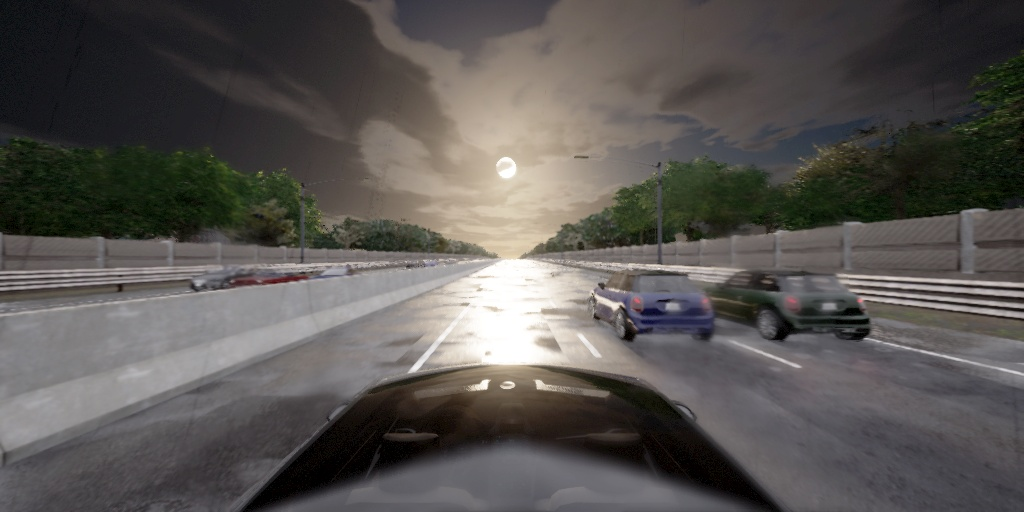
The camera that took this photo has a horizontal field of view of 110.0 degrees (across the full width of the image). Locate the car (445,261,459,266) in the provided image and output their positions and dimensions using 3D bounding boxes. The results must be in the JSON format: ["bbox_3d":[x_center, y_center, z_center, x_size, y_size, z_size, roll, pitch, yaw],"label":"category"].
[{"bbox_3d":[-10.494,1.556,62.977,1.837,1.490,4.892,0,0,1],"label":"car"}]

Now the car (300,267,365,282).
[{"bbox_3d":[-10.585,1.406,22.003,1.812,1.442,4.674,0,0,0],"label":"car"}]

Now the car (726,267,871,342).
[{"bbox_3d":[7.103,1.157,10.145,2.097,1.767,4.553,0,0,0],"label":"car"}]

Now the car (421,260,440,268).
[{"bbox_3d":[-13.995,1.532,62.973,1.882,1.535,5.008,0,0,1],"label":"car"}]

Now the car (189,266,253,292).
[{"bbox_3d":[-17.583,1.375,22.588,2.128,1.511,4.902,0,0,0],"label":"car"}]

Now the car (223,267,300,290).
[{"bbox_3d":[-14.088,1.476,21.166,1.895,1.301,4.718,0,0,0],"label":"car"}]

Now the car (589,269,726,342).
[{"bbox_3d":[3.603,1.157,10.154,2.097,1.767,4.553,0,0,0],"label":"car"}]
